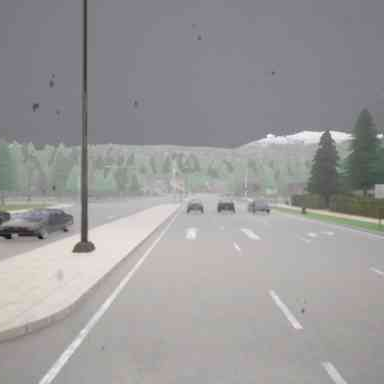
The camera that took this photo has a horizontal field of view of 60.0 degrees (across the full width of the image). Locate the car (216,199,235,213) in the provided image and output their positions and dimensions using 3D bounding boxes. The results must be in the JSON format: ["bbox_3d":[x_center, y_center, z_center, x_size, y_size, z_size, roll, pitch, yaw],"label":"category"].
[{"bbox_3d":[3.870,1.553,38.872,1.882,1.535,5.008,0,0,1],"label":"car"}]

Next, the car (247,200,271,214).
[{"bbox_3d":[7.335,1.625,36.899,2.033,1.411,5.357,0,0,1],"label":"car"}]

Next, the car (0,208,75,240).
[{"bbox_3d":[-7.861,1.568,17.471,2.033,1.411,5.357,0,0,1],"label":"car"}]

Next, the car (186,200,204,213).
[{"bbox_3d":[0.365,1.595,38.511,1.812,1.442,4.674,0,0,1],"label":"car"}]
